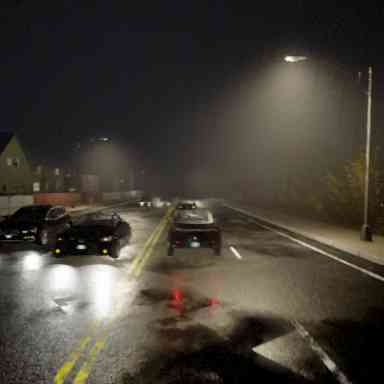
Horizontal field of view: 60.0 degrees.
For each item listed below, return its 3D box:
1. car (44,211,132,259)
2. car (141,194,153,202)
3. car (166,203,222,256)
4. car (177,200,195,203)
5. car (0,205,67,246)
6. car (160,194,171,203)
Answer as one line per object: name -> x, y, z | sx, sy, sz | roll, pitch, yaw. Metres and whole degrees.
car -> -3.388, 1.458, 12.005 | 1.994, 1.385, 4.181 | 1, 0, -2
car -> -7.869, 1.135, 58.755 | 2.033, 1.411, 5.357 | 1, 0, -2
car -> 0.039, 1.417, 12.842 | 2.128, 1.511, 4.902 | 1, 0, -2
car -> -0.510, 1.398, 32.110 | 1.895, 1.301, 4.718 | 1, 0, -2
car -> -6.711, 1.349, 14.483 | 1.837, 1.490, 4.892 | 1, 0, -2
car -> -4.620, 1.115, 58.844 | 2.033, 1.411, 5.357 | 1, 0, -2
